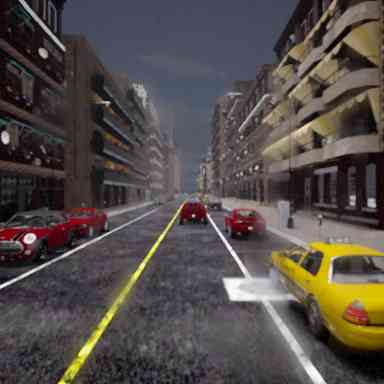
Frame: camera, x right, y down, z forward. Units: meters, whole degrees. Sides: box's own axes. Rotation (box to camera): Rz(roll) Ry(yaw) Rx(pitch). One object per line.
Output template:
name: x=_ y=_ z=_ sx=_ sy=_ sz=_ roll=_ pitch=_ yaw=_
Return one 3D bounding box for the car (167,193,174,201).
car: x=-5.680 y=1.462 z=73.865 sx=1.887 sy=1.381 sz=4.507 roll=0 pitch=0 yaw=0

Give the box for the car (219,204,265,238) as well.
car: x=2.694 y=1.526 z=17.498 sx=1.887 sy=1.381 sz=4.507 roll=0 pitch=0 yaw=0

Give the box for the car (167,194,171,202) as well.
car: x=-5.682 y=1.482 z=62.593 sx=2.008 sy=1.369 sz=4.403 roll=0 pitch=0 yaw=0

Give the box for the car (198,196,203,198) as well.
car: x=0.105 y=1.555 z=42.210 sx=1.895 sy=1.301 sz=4.718 roll=0 pitch=0 yaw=0

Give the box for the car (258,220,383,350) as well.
car: x=2.692 y=1.519 z=6.395 sx=1.752 sy=1.417 sz=4.829 roll=0 pitch=0 yaw=0

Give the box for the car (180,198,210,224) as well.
car: x=0.103 y=1.452 z=24.771 sx=1.882 sy=1.535 sz=5.008 roll=0 pitch=0 yaw=0

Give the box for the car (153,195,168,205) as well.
car: x=-5.682 y=1.489 z=56.956 sx=2.008 sy=1.369 sz=4.403 roll=0 pitch=0 yaw=0

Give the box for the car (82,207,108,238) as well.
car: x=-5.687 y=1.527 z=17.503 sx=1.887 sy=1.381 sz=4.507 roll=0 pitch=0 yaw=0

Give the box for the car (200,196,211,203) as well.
car: x=2.700 y=1.490 z=68.224 sx=1.947 sy=1.339 sz=4.313 roll=0 pitch=0 yaw=0

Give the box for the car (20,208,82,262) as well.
car: x=-5.687 y=1.428 z=11.866 sx=1.967 sy=1.590 sz=4.097 roll=0 pitch=0 yaw=0

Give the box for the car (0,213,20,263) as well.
car: x=-5.687 y=1.309 z=6.230 sx=2.192 sy=1.841 sz=5.009 roll=0 pitch=0 yaw=0

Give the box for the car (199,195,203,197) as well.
car: x=2.700 y=1.456 z=62.757 sx=1.752 sy=1.417 sz=4.829 roll=0 pitch=0 yaw=0

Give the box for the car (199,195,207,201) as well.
car: x=2.701 y=1.492 z=79.496 sx=1.802 sy=1.307 sz=4.206 roll=0 pitch=0 yaw=0

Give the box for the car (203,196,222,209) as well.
car: x=2.697 y=1.508 z=40.042 sx=2.008 sy=1.369 sz=4.403 roll=0 pitch=0 yaw=0
